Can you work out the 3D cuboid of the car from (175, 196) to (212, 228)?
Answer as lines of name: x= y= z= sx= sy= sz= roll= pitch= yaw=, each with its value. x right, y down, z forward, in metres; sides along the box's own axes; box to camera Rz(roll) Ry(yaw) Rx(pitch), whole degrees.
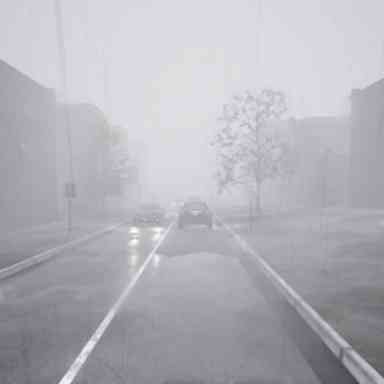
car: x=0.210 y=1.342 z=22.246 sx=2.097 sy=1.767 sz=4.553 roll=0 pitch=0 yaw=0

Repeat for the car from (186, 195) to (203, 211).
car: x=0.319 y=1.334 z=41.855 sx=2.097 sy=1.767 sz=4.553 roll=0 pitch=0 yaw=0

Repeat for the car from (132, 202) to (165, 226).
car: x=-2.980 y=1.494 z=23.496 sx=1.837 sy=1.490 sz=4.892 roll=0 pitch=0 yaw=0

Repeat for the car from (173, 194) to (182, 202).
car: x=-2.664 y=1.171 z=64.709 sx=1.882 sy=1.535 sz=5.008 roll=0 pitch=2 yaw=1
